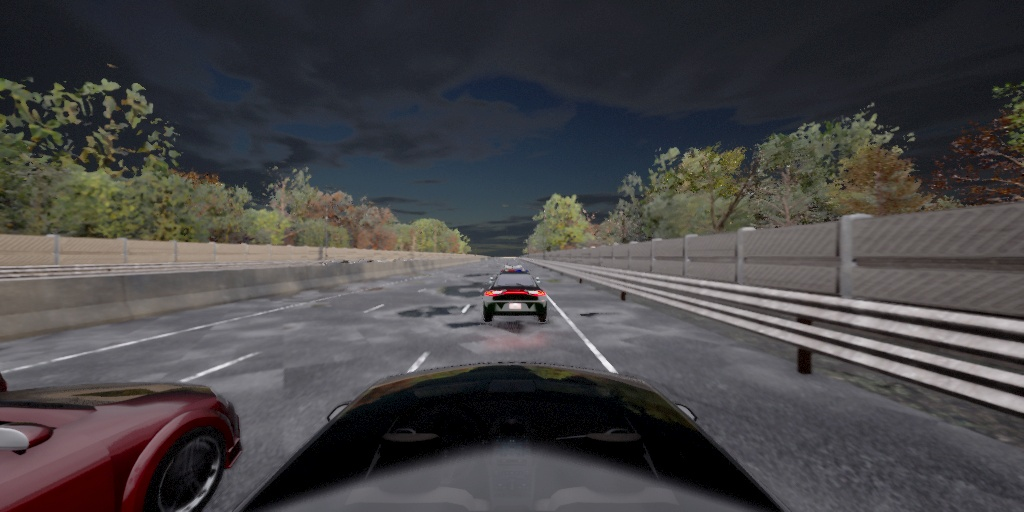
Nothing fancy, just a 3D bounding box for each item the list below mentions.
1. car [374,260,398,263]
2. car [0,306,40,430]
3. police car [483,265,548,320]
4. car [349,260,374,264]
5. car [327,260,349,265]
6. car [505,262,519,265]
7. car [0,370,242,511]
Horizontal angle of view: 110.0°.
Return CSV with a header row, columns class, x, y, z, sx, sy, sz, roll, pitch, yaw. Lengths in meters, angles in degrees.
class,x,y,z,sx,sy,sz,roll,pitch,yaw
car,-17.510,1.284,51.279,1.882,1.535,5.008,0,0,0
car,-6.900,1.313,2.389,1.994,1.385,4.181,0,0,0
police car,0.098,1.257,12.650,2.038,1.542,4.974,0,0,0
car,-21.010,1.308,51.278,1.837,1.490,4.892,0,0,0
car,-24.513,1.275,50.935,1.837,1.490,4.892,0,0,0
car,0.092,1.361,44.307,1.895,1.301,4.718,0,0,0
car,-3.400,1.314,1.462,1.994,1.385,4.181,0,0,0
